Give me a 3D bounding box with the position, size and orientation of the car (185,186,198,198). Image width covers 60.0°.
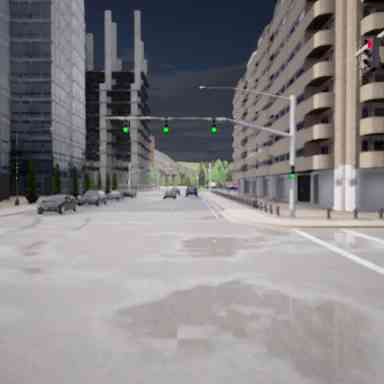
[{"bbox_3d":[-0.035,-0.091,59.636,2.150,2.045,5.566,0,1,0],"label":"car"}]

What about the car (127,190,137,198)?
[{"bbox_3d":[-10.565,0.322,56.270,2.033,1.411,5.357,0,1,1],"label":"car"}]

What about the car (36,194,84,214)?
[{"bbox_3d":[-10.625,0.917,26.634,1.837,1.490,4.892,0,1,0],"label":"car"}]

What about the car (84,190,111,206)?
[{"bbox_3d":[-10.613,0.567,35.821,2.097,1.767,4.553,0,1,0],"label":"car"}]

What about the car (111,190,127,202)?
[{"bbox_3d":[-10.612,0.529,45.658,1.812,1.442,4.674,0,1,0],"label":"car"}]

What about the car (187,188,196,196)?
[{"bbox_3d":[-0.040,-0.070,70.373,1.882,1.535,5.008,0,1,0],"label":"car"}]

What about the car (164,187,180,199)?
[{"bbox_3d":[-3.425,0.372,53.473,2.033,1.411,5.357,0,1,0],"label":"car"}]

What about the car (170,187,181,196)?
[{"bbox_3d":[-3.540,-0.181,70.286,2.097,1.767,4.553,0,1,0],"label":"car"}]
